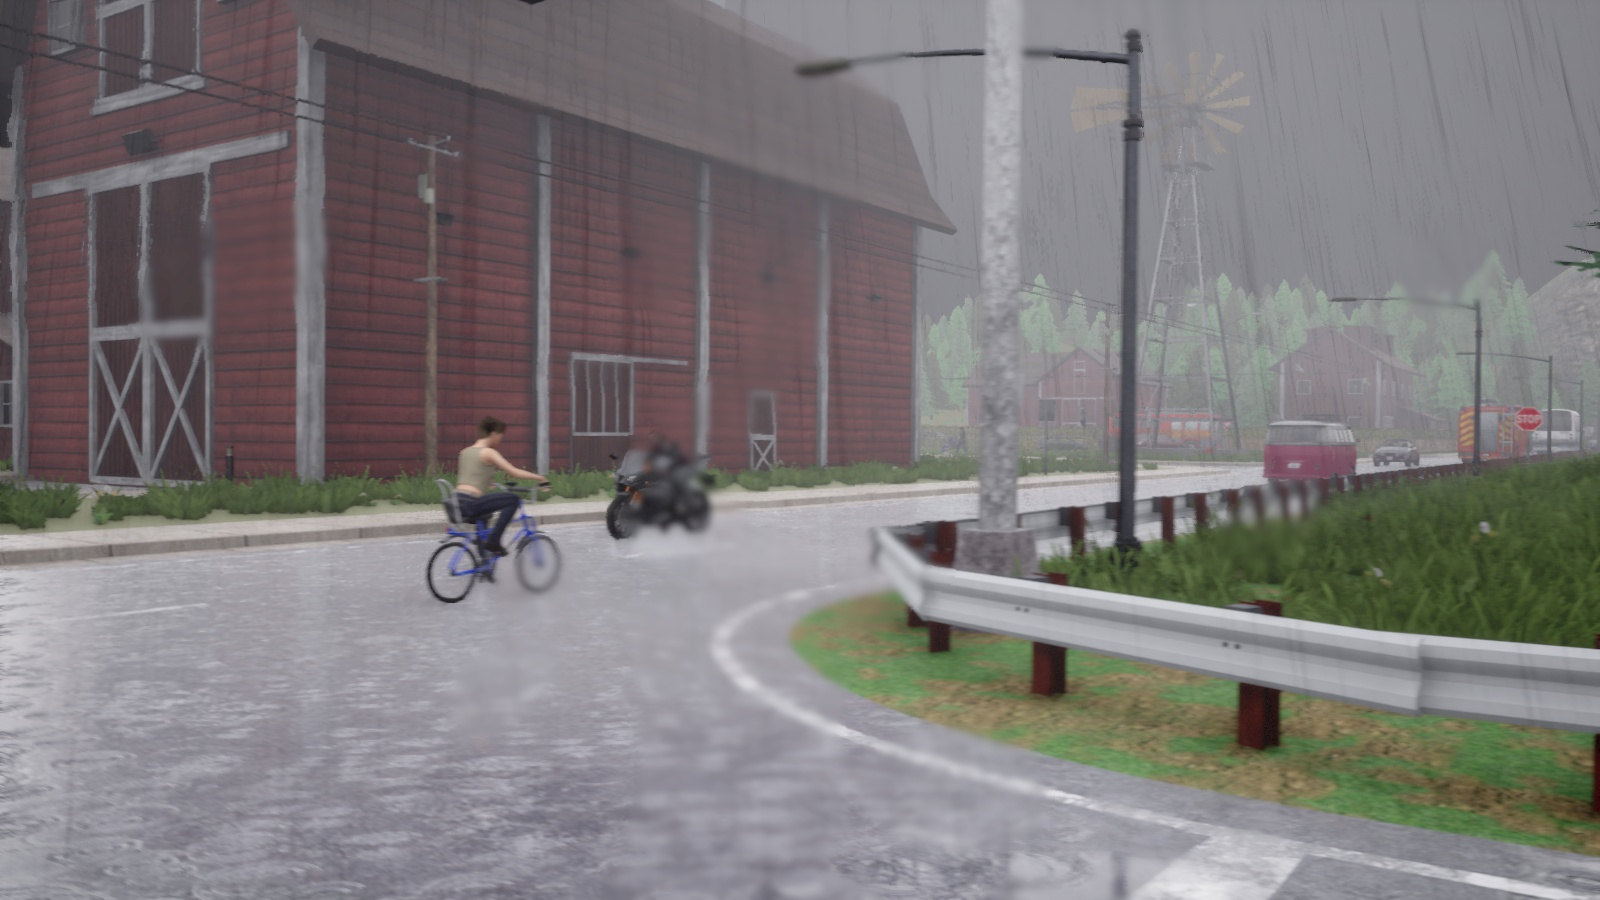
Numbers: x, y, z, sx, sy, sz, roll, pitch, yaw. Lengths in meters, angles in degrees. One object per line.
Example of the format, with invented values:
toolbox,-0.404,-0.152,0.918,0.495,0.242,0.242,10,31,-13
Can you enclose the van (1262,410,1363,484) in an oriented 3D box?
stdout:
van,14.758,-0.118,36.049,1.775,1.987,4.442,0,1,35

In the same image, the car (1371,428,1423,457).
car,31.845,-0.435,66.941,1.816,1.474,4.193,0,1,35

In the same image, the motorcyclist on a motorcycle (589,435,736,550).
motorcyclist on a motorcycle,-1.938,0.559,18.039,0.866,1.530,2.191,0,1,35

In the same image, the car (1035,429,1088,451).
car,18.970,-0.693,90.993,3.705,1.549,1.789,0,1,12

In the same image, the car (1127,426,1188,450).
car,26.764,-0.921,93.874,4.553,1.767,2.097,-1,1,-38

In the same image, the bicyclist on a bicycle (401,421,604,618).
bicyclist on a bicycle,-2.608,0.562,11.123,0.866,1.612,1.509,-1,0,38

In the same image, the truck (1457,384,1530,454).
truck,40.847,-1.787,73.812,2.891,3.827,8.468,0,1,35
